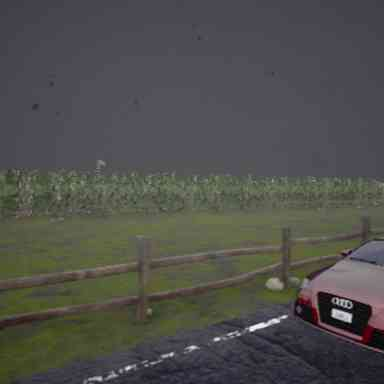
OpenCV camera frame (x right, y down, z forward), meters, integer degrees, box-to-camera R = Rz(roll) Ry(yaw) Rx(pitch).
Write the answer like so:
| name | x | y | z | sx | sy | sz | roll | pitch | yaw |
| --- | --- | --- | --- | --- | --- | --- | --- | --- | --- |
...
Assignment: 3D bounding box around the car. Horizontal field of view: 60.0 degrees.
| name | x | y | z | sx | sy | sz | roll | pitch | yaw |
| --- | --- | --- | --- | --- | --- | --- | --- | --- | --- |
| car | 3.693 | 1.511 | 5.717 | 4.181 | 1.385 | 1.994 | 0 | 1 | -35 |
